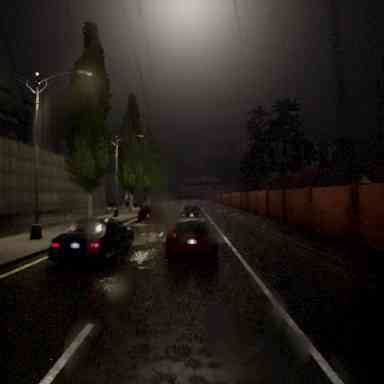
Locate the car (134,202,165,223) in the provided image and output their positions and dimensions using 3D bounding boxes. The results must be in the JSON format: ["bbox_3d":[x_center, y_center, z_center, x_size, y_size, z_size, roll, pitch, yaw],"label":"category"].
[{"bbox_3d":[-3.495,1.793,29.230,1.882,1.535,5.008,0,0,0],"label":"car"}]

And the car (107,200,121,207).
[{"bbox_3d":[-15.058,2.241,64.695,1.994,1.385,4.181,0,-1,0],"label":"car"}]

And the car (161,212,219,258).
[{"bbox_3d":[0.015,1.711,13.514,1.994,1.385,4.181,0,-1,0],"label":"car"}]

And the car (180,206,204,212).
[{"bbox_3d":[-0.013,1.845,27.502,2.033,1.411,5.357,0,-1,0],"label":"car"}]

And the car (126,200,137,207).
[{"bbox_3d":[-11.562,2.249,64.758,1.994,1.385,4.181,0,-1,0],"label":"car"}]

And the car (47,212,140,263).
[{"bbox_3d":[-3.501,1.683,12.491,2.033,1.411,5.357,0,-1,0],"label":"car"}]
